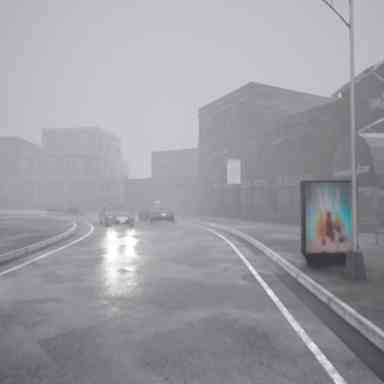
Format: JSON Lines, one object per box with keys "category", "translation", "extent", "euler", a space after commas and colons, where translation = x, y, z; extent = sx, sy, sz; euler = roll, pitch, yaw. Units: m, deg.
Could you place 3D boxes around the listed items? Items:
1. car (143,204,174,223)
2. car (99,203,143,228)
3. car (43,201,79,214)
{"category": "car", "translation": [-2.989, 1.683, 26.750], "extent": [1.994, 1.385, 4.181], "euler": [1, -1, -25]}
{"category": "car", "translation": [-5.143, 1.552, 22.649], "extent": [2.128, 1.511, 4.902], "euler": [1, -1, -22]}
{"category": "car", "translation": [-15.080, 1.745, 38.314], "extent": [4.181, 1.385, 1.994], "euler": [0, -2, 26]}
